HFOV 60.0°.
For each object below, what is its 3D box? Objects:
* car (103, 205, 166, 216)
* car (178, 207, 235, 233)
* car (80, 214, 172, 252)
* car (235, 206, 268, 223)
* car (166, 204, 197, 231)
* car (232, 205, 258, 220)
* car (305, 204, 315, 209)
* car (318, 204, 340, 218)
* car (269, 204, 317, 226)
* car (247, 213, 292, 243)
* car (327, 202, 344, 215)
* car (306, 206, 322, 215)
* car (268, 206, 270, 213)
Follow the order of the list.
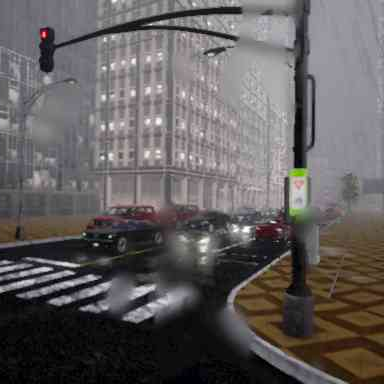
[{"bbox_3d":[-3.979,1.731,19.987,2.192,1.841,5.009,0,-1,27],"label":"car"},{"bbox_3d":[1.225,2.065,24.426,1.882,1.535,5.008,1,-1,27],"label":"car"},{"bbox_3d":[-3.085,1.963,16.019,1.895,1.301,4.718,1,-1,27],"label":"car"},{"bbox_3d":[5.554,2.304,32.825,2.128,1.511,4.902,1,-1,27],"label":"car"},{"bbox_3d":[-1.082,1.882,25.614,2.192,1.841,5.009,0,-1,27],"label":"car"},{"bbox_3d":[6.464,2.396,40.131,1.967,1.590,4.097,0,-1,27],"label":"car"},{"bbox_3d":[31.673,3.816,88.953,1.947,1.339,4.313,0,-1,27],"label":"car"},{"bbox_3d":[19.358,2.828,46.815,1.812,1.442,4.674,1,-1,27],"label":"car"},{"bbox_3d":[7.668,2.024,24.827,2.192,1.841,5.009,0,-1,27],"label":"car"},{"bbox_3d":[4.900,2.148,19.455,1.802,1.307,4.206,0,-1,27],"label":"car"},{"bbox_3d":[22.542,2.696,53.088,2.150,2.045,5.566,1,-1,27],"label":"car"},{"bbox_3d":[20.003,3.011,54.458,1.994,1.385,4.181,1,-1,27],"label":"car"},{"bbox_3d":[10.280,2.547,41.911,2.128,1.511,4.902,0,-1,28],"label":"car"}]
